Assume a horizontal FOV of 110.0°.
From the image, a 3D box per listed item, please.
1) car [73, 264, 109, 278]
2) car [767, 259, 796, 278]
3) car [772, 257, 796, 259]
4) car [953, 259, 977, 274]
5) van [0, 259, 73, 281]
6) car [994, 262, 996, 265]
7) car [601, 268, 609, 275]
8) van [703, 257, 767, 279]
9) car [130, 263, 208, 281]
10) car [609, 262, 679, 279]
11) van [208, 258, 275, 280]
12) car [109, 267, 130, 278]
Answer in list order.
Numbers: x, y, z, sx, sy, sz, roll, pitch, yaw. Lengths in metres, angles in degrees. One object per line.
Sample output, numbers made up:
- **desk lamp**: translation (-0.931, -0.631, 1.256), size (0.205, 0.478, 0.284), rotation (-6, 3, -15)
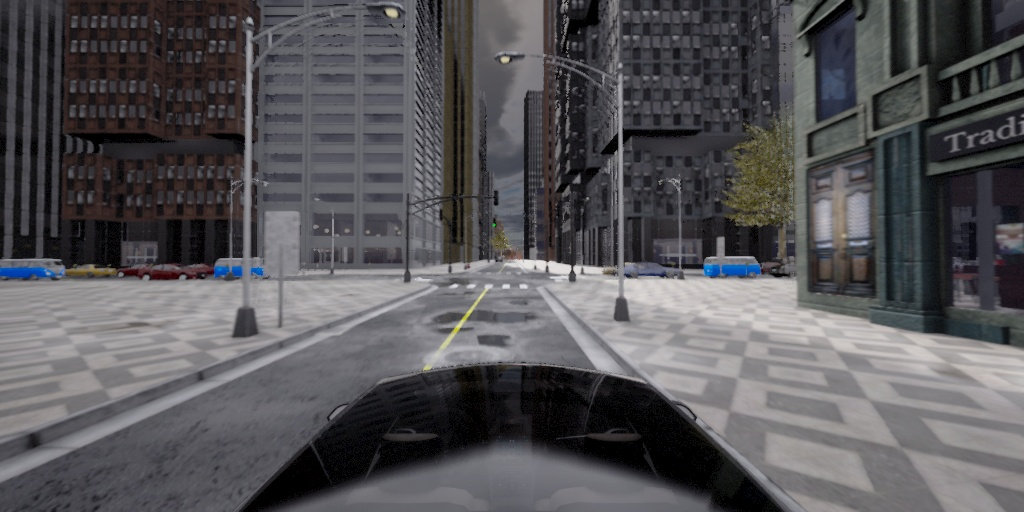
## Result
- **car**: translation (-43.048, 1.472, 36.387), size (4.829, 1.417, 1.751), rotation (0, 0, 0)
- **car**: translation (22.634, 1.152, 28.114), size (4.313, 1.339, 1.948), rotation (0, 0, 0)
- **car**: translation (27.659, 1.029, 36.658), size (5.009, 1.841, 2.192), rotation (0, 0, 0)
- **car**: translation (33.461, 1.140, 28.157), size (4.207, 1.307, 1.802), rotation (0, 0, 0)
- **van**: translation (-37.336, 1.124, 27.861), size (3.998, 1.789, 1.690), rotation (0, 0, 0)
- **car**: translation (38.874, 1.094, 28.179), size (4.403, 1.370, 2.007), rotation (0, 0, 0)
- **car**: translation (11.620, 1.285, 36.600), size (4.829, 1.417, 1.751), rotation (0, 0, 0)
- **van**: translation (17.222, 0.942, 28.092), size (3.998, 1.789, 1.690), rotation (0, 0, 0)
- **car**: translation (-26.287, 1.287, 27.904), size (4.507, 1.381, 1.888), rotation (0, 0, 0)
- **car**: translation (11.533, 1.212, 30.843), size (5.357, 1.411, 2.033), rotation (0, -1, 0)
- **van**: translation (-20.762, 1.063, 27.925), size (3.998, 1.789, 1.690), rotation (0, 0, 0)
- **car**: translation (-37.353, 1.471, 36.411), size (4.507, 1.381, 1.888), rotation (0, 0, 0)
